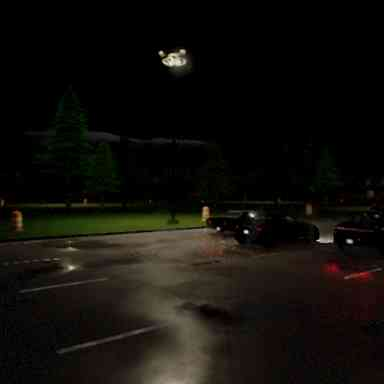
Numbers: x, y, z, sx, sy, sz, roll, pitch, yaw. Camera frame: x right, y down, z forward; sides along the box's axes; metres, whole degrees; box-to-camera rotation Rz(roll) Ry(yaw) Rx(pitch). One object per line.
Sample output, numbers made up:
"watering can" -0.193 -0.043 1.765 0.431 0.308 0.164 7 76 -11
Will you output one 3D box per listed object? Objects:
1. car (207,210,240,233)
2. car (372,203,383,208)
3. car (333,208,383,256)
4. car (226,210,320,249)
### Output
"car" 3.240 1.717 19.340 4.718 1.301 1.895 1 0 -35
"car" 17.507 1.769 29.412 4.892 1.490 1.837 1 0 -35
"car" 7.741 1.610 13.568 4.902 1.511 2.128 1 0 -35
"car" 3.911 1.665 15.138 4.181 1.385 1.994 1 0 -35
